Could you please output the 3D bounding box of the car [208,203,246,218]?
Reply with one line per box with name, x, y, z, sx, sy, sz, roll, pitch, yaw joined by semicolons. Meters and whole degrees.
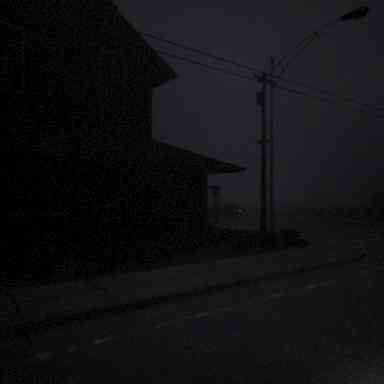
car;3.223;1.700;32.002;1.994;1.385;4.181;1;0;-36
